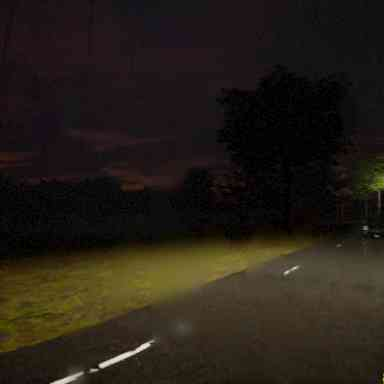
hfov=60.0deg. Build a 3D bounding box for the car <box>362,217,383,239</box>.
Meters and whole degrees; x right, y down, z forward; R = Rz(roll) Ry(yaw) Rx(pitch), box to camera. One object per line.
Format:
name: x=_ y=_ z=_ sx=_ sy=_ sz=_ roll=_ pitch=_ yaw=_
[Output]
car: x=15.151 y=2.864 z=27.030 sx=2.097 sy=1.767 sz=4.553 roll=-2 pitch=-4 yaw=33
